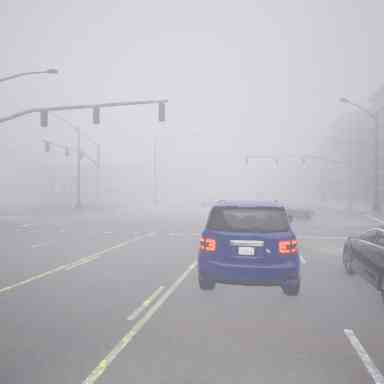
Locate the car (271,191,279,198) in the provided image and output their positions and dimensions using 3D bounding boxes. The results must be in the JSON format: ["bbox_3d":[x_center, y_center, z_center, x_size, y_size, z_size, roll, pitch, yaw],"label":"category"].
[{"bbox_3d":[21.057,0.609,84.593,1.837,1.490,4.892,0,1,11],"label":"car"}]

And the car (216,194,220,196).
[{"bbox_3d":[2.474,1.420,46.356,2.033,1.411,5.357,0,1,11],"label":"car"}]

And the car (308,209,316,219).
[{"bbox_3d":[7.175,1.575,26.094,4.718,1.301,1.895,0,0,29],"label":"car"}]

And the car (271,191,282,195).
[{"bbox_3d":[19.059,0.707,74.747,2.097,1.767,4.553,0,1,11],"label":"car"}]

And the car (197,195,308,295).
[{"bbox_3d":[1.562,1.221,9.002,2.150,2.045,5.566,0,0,11],"label":"car"}]

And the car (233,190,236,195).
[{"bbox_3d":[9.031,0.522,78.131,2.150,2.045,5.566,0,1,11],"label":"car"}]

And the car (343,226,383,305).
[{"bbox_3d":[4.822,1.492,7.464,2.128,1.511,4.902,0,0,11],"label":"car"}]

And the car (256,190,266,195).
[{"bbox_3d":[15.636,0.904,75.482,1.994,1.385,4.181,0,1,11],"label":"car"}]

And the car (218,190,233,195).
[{"bbox_3d":[5.803,0.841,62.521,2.150,2.045,5.566,0,1,12],"label":"car"}]
